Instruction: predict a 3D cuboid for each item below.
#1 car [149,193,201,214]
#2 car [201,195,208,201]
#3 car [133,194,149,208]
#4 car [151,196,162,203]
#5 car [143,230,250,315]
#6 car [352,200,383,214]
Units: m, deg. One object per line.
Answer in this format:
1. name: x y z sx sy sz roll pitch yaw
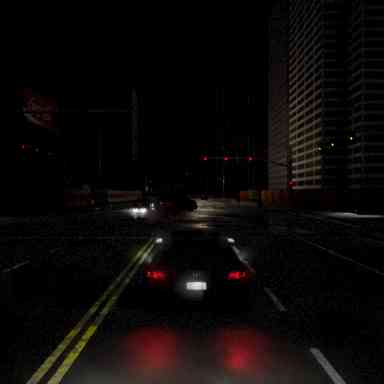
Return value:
1. car: -1.639 1.220 35.023 2.150 2.045 5.566 1 0 31
2. car: 3.250 1.524 87.500 2.128 1.511 4.902 0 0 0
3. car: -7.223 1.491 48.041 2.128 1.511 4.902 0 0 0
4. car: -7.201 1.504 68.356 1.837 1.490 4.892 0 0 0
5. car: 0.075 1.564 7.661 1.994 1.385 4.181 0 0 0
6. car: 19.619 1.547 34.452 5.357 1.411 2.033 0 0 0
